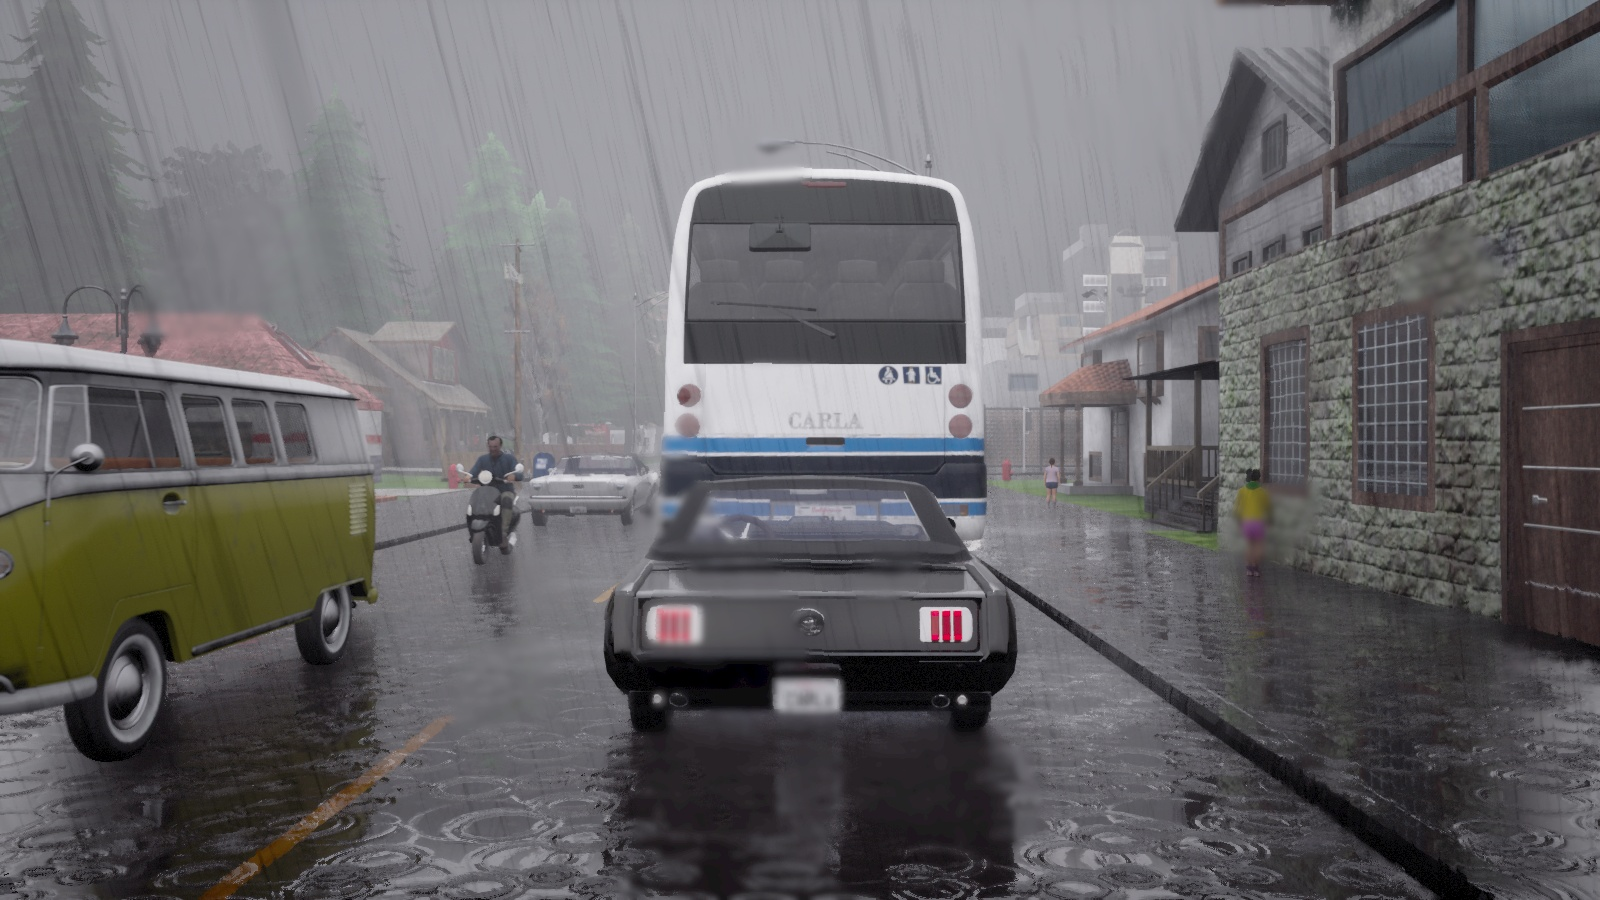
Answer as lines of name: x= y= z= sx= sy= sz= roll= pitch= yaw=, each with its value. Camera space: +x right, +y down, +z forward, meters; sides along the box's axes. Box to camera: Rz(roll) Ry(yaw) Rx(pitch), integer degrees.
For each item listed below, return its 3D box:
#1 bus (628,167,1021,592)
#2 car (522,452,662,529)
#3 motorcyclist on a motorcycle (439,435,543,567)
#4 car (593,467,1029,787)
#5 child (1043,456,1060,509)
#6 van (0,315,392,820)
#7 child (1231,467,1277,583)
bus: x=0.139 y=-0.730 z=17.748 sx=3.944 sy=4.253 sz=10.273 roll=0 pitch=0 yaw=-1
car: x=-3.871 y=0.707 z=24.164 sx=1.895 sy=1.301 sz=4.718 roll=0 pitch=0 yaw=0
motorcyclist on a motorcycle: x=-3.908 y=0.607 z=16.032 sx=0.866 sy=1.590 sz=1.817 roll=0 pitch=1 yaw=0
car: x=0.053 y=0.803 z=7.818 sx=1.895 sy=1.301 sz=4.718 roll=0 pitch=0 yaw=0
child: x=5.335 y=0.690 z=26.666 sx=0.255 sy=1.110 sz=0.394 roll=0 pitch=0 yaw=26
van: x=-3.950 y=0.458 z=7.169 sx=1.775 sy=1.987 sz=4.442 roll=0 pitch=0 yaw=0
child: x=4.713 y=0.766 z=13.034 sx=0.299 sy=1.160 sz=0.473 roll=0 pitch=0 yaw=40
